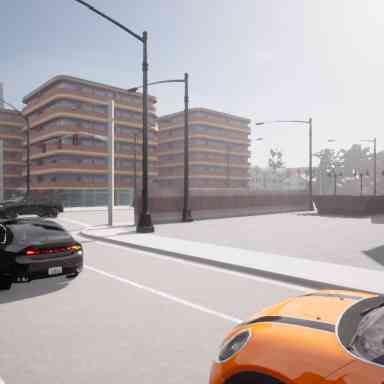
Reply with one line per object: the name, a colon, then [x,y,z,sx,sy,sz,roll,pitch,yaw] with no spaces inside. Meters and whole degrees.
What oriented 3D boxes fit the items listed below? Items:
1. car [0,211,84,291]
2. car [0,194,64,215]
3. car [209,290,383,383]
car: [-4.708,1.505,9.187,1.837,1.490,4.892,0,0,-43]
car: [-13.497,1.208,27.538,2.150,2.045,5.566,0,-1,42]
car: [2.302,1.352,2.314,4.553,1.767,2.097,0,0,40]
